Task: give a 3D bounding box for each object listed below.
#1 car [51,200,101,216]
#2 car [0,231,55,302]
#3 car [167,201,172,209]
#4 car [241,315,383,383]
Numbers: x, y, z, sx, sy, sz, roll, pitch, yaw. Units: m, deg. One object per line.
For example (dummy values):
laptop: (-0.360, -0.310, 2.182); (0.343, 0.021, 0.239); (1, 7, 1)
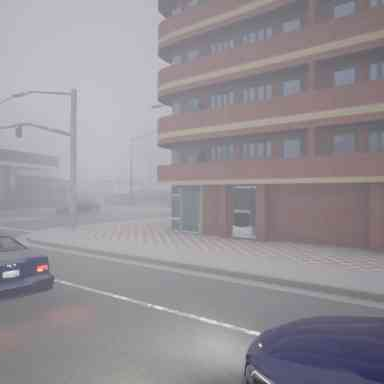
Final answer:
car: (-11.244, 1.500, 32.515); (2.128, 1.511, 4.902); (0, 0, 34)
car: (-5.269, 1.545, 7.650); (5.357, 1.411, 2.033); (0, 0, 38)
car: (-1.516, 1.551, 46.801); (1.837, 1.490, 4.892); (0, 0, 34)
car: (2.581, 1.536, 2.152); (4.674, 1.442, 1.812); (0, 0, 35)
